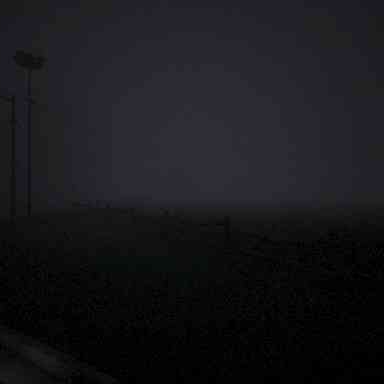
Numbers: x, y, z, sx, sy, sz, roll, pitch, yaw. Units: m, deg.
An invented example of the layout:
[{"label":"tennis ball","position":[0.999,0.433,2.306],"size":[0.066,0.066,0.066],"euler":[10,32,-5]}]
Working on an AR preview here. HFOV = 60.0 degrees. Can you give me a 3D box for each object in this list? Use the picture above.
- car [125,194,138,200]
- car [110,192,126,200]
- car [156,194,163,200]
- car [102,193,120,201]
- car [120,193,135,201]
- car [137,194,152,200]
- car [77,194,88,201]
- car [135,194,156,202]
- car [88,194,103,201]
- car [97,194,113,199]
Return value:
[{"label":"car","position":[-15.040,1.154,82.752],"size":[1.994,1.385,4.181],"euler":[0,0,10]},{"label":"car","position":[-18.490,0.944,83.335],"size":[2.097,1.767,4.553],"euler":[0,0,10]},{"label":"car","position":[-8.143,1.221,81.556],"size":[1.895,1.301,4.718],"euler":[0,0,10]},{"label":"car","position":[-16.864,1.317,72.493],"size":[2.033,1.411,5.357],"euler":[0,0,10]},{"label":"car","position":[-13.326,1.136,72.398],"size":[2.097,1.767,4.553],"euler":[0,0,10]},{"label":"car","position":[-11.594,1.154,82.139],"size":[2.033,1.411,5.357],"euler":[0,0,10]},{"label":"car","position":[-23.756,1.243,73.719],"size":[1.837,1.490,4.892],"euler":[0,0,10]},{"label":"car","position":[-9.972,1.270,71.268],"size":[1.882,1.535,5.008],"euler":[0,0,10]},{"label":"car","position":[-20.310,1.233,73.106],"size":[1.882,1.535,5.008],"euler":[0,0,10]},{"label":"car","position":[-21.931,1.117,83.977],"size":[2.033,1.411,5.357],"euler":[0,0,10]}]
